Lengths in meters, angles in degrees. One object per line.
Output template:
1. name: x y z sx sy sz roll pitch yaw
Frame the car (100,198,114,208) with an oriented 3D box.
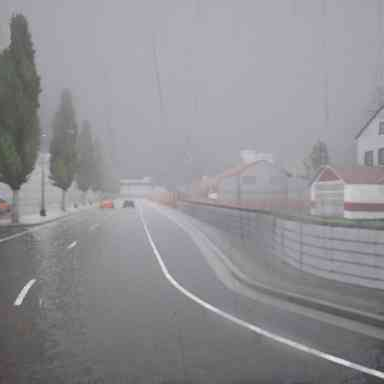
1. car: -14.131 1.788 55.534 2.097 1.767 4.553 1 -1 -10

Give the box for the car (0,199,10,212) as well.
1. car: -22.965 1.574 38.680 2.097 1.767 4.553 1 -1 -10

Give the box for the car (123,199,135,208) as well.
1. car: -10.928 1.995 57.538 1.837 1.490 4.892 1 0 -10
